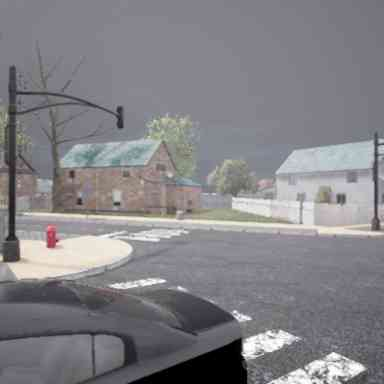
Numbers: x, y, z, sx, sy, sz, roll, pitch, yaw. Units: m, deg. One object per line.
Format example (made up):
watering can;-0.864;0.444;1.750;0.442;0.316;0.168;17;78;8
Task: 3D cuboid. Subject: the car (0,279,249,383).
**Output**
car;-1.841;1.481;2.231;5.008;1.535;1.882;1;-1;-35
